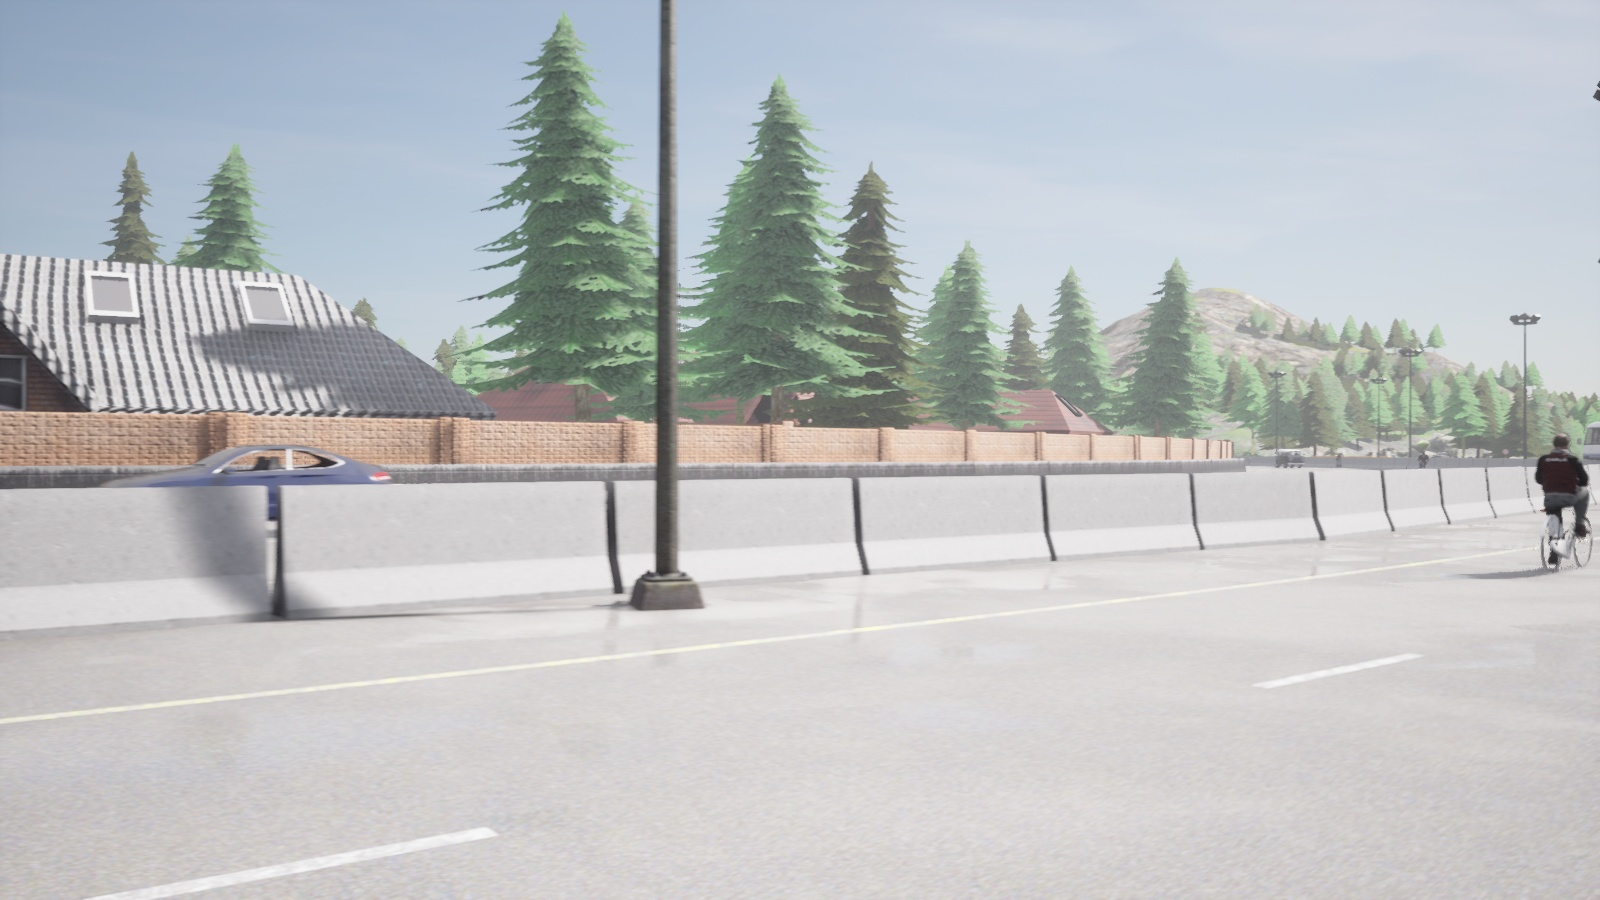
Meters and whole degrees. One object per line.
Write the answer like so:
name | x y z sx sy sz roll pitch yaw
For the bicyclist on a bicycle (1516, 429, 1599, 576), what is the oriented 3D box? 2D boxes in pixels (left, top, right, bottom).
bicyclist on a bicycle | 9.897 0.637 16.101 1.843 1.776 0.659 0 -1 -41

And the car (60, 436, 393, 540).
car | -10.106 0.608 22.317 5.027 1.651 2.152 0 0 -37
